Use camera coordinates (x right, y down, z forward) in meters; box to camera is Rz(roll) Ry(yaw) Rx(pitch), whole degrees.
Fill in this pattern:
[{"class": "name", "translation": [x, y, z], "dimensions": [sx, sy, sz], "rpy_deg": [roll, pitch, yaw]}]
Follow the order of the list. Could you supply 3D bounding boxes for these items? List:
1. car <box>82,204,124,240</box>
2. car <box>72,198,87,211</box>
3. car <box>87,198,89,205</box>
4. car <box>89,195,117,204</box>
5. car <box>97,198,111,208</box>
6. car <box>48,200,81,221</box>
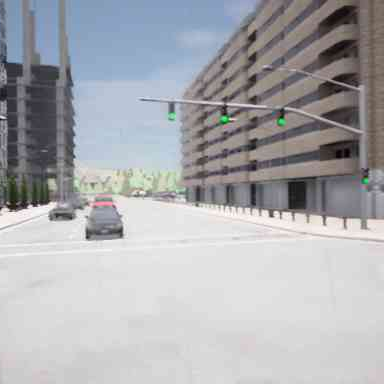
[{"class": "car", "translation": [-4.671, 1.574, 17.703], "dimensions": [1.812, 1.442, 4.674], "rpy_deg": [-1, 0, -15]}, {"class": "car", "translation": [-15.318, 1.701, 44.117], "dimensions": [1.837, 1.490, 4.892], "rpy_deg": [-1, 0, -15]}, {"class": "car", "translation": [-18.981, 1.764, 58.190], "dimensions": [1.837, 1.490, 4.892], "rpy_deg": [-1, -1, -15]}, {"class": "car", "translation": [-8.572, 1.326, 32.303], "dimensions": [2.150, 2.045, 5.566], "rpy_deg": [-1, 1, -15]}, {"class": "car", "translation": [-14.453, 1.752, 54.720], "dimensions": [2.033, 1.411, 5.357], "rpy_deg": [-1, 0, -14]}, {"class": "car", "translation": [-11.277, 1.682, 29.256], "dimensions": [2.033, 1.411, 5.357], "rpy_deg": [-1, 0, -15]}]
